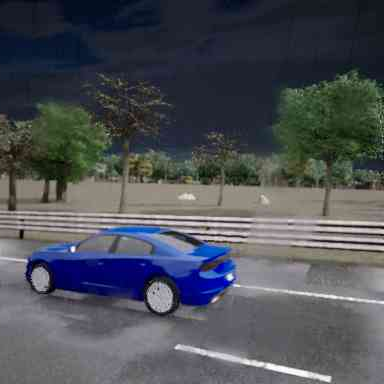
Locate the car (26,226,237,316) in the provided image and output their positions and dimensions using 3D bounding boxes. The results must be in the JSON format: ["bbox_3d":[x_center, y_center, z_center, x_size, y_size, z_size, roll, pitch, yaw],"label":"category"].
[{"bbox_3d":[-1.499,1.520,7.515,5.008,1.535,1.882,0,0,25],"label":"car"}]
